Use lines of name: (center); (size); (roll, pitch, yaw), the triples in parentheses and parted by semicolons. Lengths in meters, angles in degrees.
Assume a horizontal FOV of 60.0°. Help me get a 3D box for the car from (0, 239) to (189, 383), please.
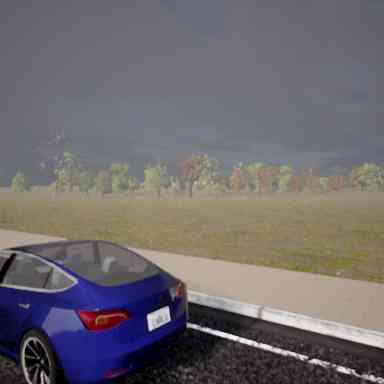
car: (-2.282, 1.486, 5.187); (4.792, 1.488, 2.163); (0, 0, 35)
